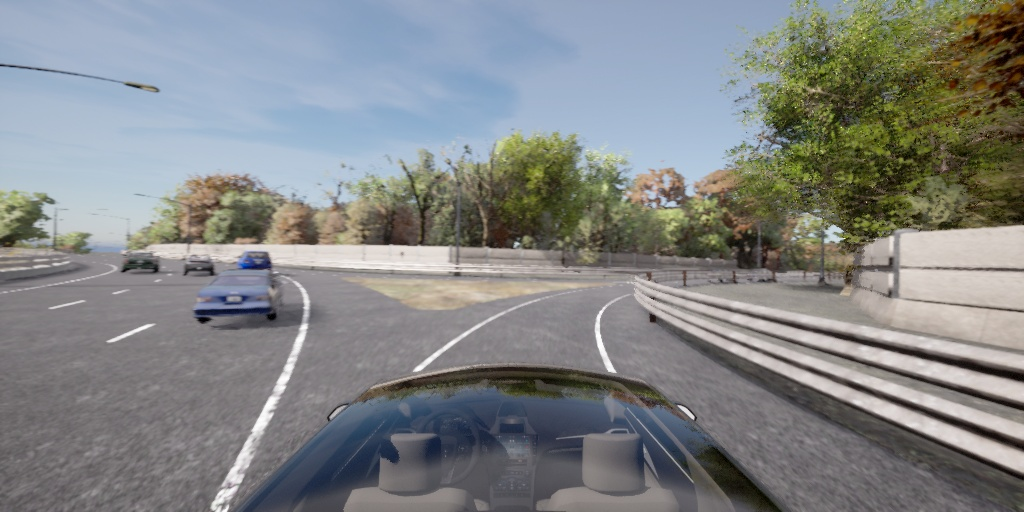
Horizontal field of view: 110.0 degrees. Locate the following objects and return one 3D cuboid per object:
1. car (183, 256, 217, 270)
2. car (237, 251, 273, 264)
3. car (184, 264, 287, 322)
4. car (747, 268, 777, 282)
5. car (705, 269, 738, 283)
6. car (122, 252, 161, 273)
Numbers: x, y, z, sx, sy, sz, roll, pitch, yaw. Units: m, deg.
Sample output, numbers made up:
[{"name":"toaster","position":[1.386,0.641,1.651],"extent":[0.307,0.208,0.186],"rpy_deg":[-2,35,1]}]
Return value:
[{"name":"car","position":[-25.329,0.730,29.106],"extent":[2.128,1.511,4.902],"rpy_deg":[2,-1,-41]},{"name":"car","position":[-22.178,0.569,30.924],"extent":[2.150,2.045,5.566],"rpy_deg":[2,-1,-41]},{"name":"car","position":[-8.409,1.133,11.415],"extent":[2.033,1.411,5.357],"rpy_deg":[2,-1,-30]},{"name":"car","position":[32.779,2.454,46.954],"extent":[4.553,1.767,2.097],"rpy_deg":[2,-1,-34]},{"name":"car","position":[24.056,2.301,41.153],"extent":[4.892,1.490,1.837],"rpy_deg":[2,-1,-34]},{"name":"car","position":[-30.909,0.434,29.996],"extent":[2.097,1.767,4.553],"rpy_deg":[2,-1,-43]}]
